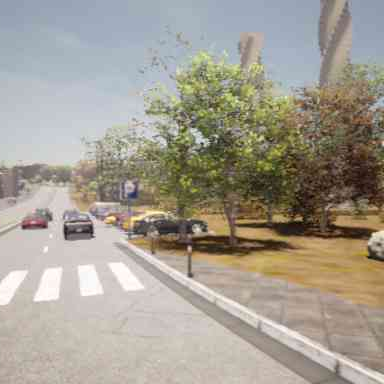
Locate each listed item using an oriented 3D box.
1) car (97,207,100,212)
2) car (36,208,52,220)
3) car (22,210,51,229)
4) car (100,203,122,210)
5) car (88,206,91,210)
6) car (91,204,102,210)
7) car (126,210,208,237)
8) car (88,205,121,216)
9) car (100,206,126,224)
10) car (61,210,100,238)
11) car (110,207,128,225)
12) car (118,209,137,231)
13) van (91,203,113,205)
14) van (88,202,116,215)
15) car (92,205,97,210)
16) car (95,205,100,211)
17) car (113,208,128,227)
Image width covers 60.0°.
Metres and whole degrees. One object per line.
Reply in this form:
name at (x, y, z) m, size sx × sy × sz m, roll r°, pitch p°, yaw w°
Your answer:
car at (-8.339, 2.667, 39.080) m, size 4.674 × 1.452 × 2.002 m, roll -1°, pitch -1°, yaw -21°
car at (-19.109, 2.782, 42.650) m, size 2.097 × 1.767 × 4.553 m, roll -1°, pitch -1°, yaw -21°
car at (-14.646, 2.672, 31.107) m, size 1.994 × 1.385 × 4.181 m, roll -1°, pitch -1°, yaw -21°
car at (-7.370, 2.430, 36.500) m, size 4.553 × 1.767 × 2.185 m, roll -1°, pitch -1°, yaw -21°
car at (-13.398, 2.826, 52.029) m, size 4.553 × 1.767 × 2.185 m, roll -1°, pitch -1°, yaw -21°
car at (-11.299, 2.858, 46.794) m, size 4.792 × 1.488 × 2.163 m, roll -1°, pitch -1°, yaw -21°
car at (-1.372, 2.036, 21.110) m, size 4.892 × 1.521 × 2.231 m, roll -1°, pitch -2°, yaw -21°
car at (-14.323, 3.001, 54.485) m, size 4.892 × 1.521 × 2.231 m, roll -1°, pitch -1°, yaw -21°
car at (-5.522, 2.392, 31.313) m, size 5.366 × 1.575 × 1.946 m, roll -1°, pitch -1°, yaw -21°
car at (-7.867, 2.244, 22.862) m, size 2.128 × 1.511 × 4.902 m, roll -1°, pitch -2°, yaw -21°
car at (-4.323, 2.338, 28.818) m, size 4.792 × 1.488 × 2.163 m, roll -1°, pitch -1°, yaw -21°
car at (-2.367, 2.128, 23.677) m, size 5.008 × 1.535 × 2.097 m, roll -1°, pitch -2°, yaw -21°
van at (-12.218, 2.664, 49.396) m, size 4.442 × 1.987 × 1.878 m, roll -1°, pitch -1°, yaw -21°
van at (-15.428, 2.824, 57.019) m, size 4.442 × 1.987 × 1.878 m, roll -1°, pitch -1°, yaw -21°
car at (-10.359, 2.797, 44.208) m, size 4.792 × 1.488 × 2.163 m, roll -1°, pitch -1°, yaw -21°
car at (-9.331, 2.738, 41.648) m, size 4.674 × 1.452 × 2.002 m, roll -1°, pitch -1°, yaw -21°
car at (-3.351, 2.219, 26.247) m, size 4.892 × 1.521 × 2.231 m, roll -1°, pitch -2°, yaw -21°
